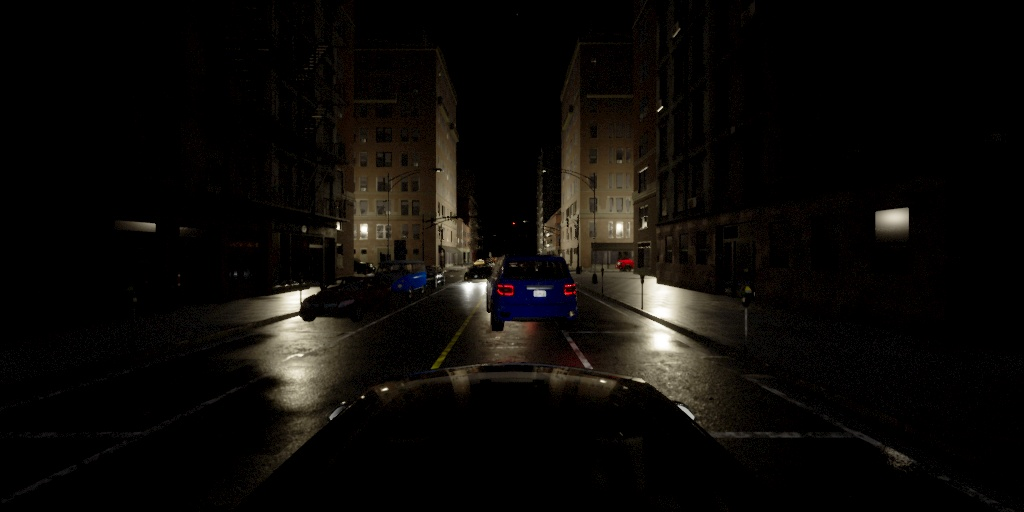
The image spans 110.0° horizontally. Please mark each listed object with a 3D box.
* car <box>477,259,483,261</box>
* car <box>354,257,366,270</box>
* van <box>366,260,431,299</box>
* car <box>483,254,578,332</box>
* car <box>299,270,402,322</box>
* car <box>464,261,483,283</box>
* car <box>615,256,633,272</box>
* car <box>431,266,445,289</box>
[{"bbox_3d":[-5.393,1.270,60.813,1.751,1.417,4.829,0,0,0],"label":"car"},{"bbox_3d":[-18.233,1.062,40.064,5.566,2.045,2.150,0,0,0],"label":"car"},{"bbox_3d":[-5.393,1.089,17.614,1.690,1.789,3.998,0,0,0],"label":"van"},{"bbox_3d":[0.360,0.970,11.050,2.150,2.045,5.566,0,0,-6],"label":"car"},{"bbox_3d":[-5.394,1.331,12.208,1.802,1.307,4.207,0,0,0],"label":"car"},{"bbox_3d":[-2.498,1.311,28.140,1.994,1.385,4.181,0,0,4],"label":"car"},{"bbox_3d":[15.329,0.875,43.071,5.566,2.045,2.150,0,0,0],"label":"car"},{"bbox_3d":[-5.392,1.298,23.020,2.007,1.370,4.403,0,0,0],"label":"car"}]
